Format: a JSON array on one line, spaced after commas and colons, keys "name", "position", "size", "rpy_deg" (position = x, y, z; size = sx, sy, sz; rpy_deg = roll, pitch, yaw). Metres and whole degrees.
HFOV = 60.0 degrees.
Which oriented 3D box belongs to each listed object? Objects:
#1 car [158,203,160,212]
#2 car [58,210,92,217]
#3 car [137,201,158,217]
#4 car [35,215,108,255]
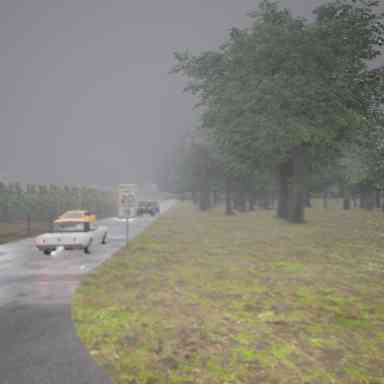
[{"name": "car", "position": [-6.714, 2.490, 55.994], "size": [2.150, 2.045, 5.566], "rpy_deg": [-1, -1, -2]}, {"name": "car", "position": [-8.348, 2.077, 23.946], "size": [1.882, 1.535, 5.008], "rpy_deg": [-1, -1, -2]}, {"name": "car", "position": [-6.262, 2.257, 45.318], "size": [2.150, 2.045, 5.566], "rpy_deg": [-1, -1, -2]}, {"name": "car", "position": [-5.156, 1.938, 14.995], "size": [1.895, 1.301, 4.718], "rpy_deg": [-1, -1, -2]}]
